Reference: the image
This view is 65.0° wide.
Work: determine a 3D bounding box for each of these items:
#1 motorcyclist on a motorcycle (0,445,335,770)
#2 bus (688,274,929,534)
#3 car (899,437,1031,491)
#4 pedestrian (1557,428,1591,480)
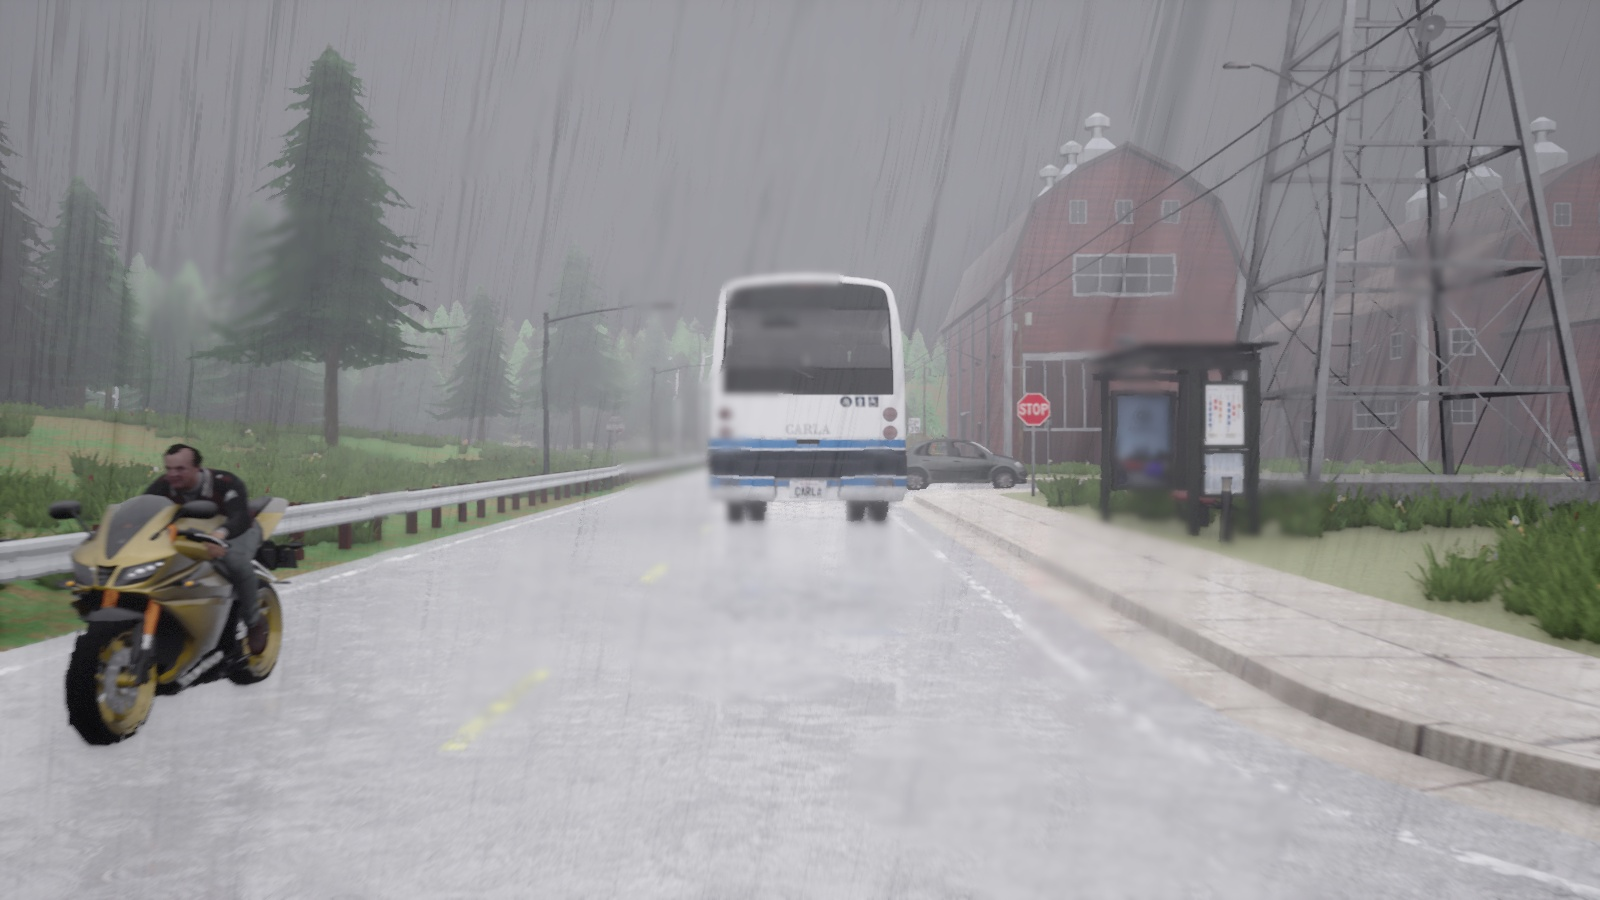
[{"bbox_3d":[-3.445,0.738,7.018,0.866,1.530,2.191,0,0,0],"label":"motorcyclist on a motorcycle"},{"bbox_3d":[0.162,-0.780,25.674,3.944,4.253,10.273,0,0,0],"label":"bus"},{"bbox_3d":[5.182,0.420,39.224,3.988,1.617,1.851,0,0,10],"label":"car"},{"bbox_3d":[29.398,0.147,47.709,0.873,1.952,0.659,0,0,-1],"label":"pedestrian"}]
